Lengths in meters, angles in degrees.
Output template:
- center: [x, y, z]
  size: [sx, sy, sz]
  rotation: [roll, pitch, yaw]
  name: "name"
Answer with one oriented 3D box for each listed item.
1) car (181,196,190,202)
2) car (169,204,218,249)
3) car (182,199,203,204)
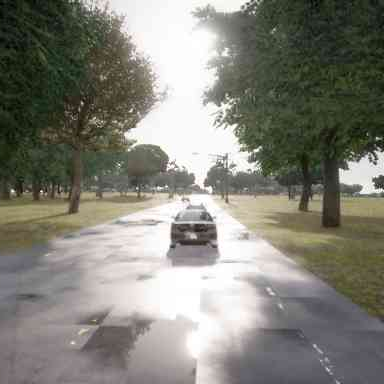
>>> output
- center: [-1.438, 1.617, 76.777]
  size: [2.128, 1.511, 4.902]
  rotation: [0, 0, 2]
  name: "car"
- center: [0.090, 1.492, 14.620]
  size: [1.882, 1.535, 5.008]
  rotation: [0, 0, 1]
  name: "car"
- center: [0.358, 1.596, 29.600]
  size: [1.994, 1.385, 4.181]
  rotation: [0, 0, 1]
  name: "car"
